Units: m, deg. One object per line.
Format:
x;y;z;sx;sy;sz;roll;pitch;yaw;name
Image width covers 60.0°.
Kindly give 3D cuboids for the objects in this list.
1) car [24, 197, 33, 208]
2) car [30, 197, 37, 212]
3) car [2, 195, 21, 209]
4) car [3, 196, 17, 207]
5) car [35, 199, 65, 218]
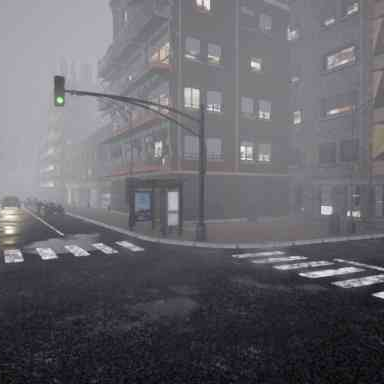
-23.758;1.435;49.188;1.967;1.590;4.097;0;0;-30;car
-15.295;1.541;34.540;1.887;1.381;4.507;0;0;-30;car
-24.432;1.347;45.018;2.097;1.767;4.553;0;0;-30;car
-29.336;1.472;53.477;1.882;1.535;5.008;0;0;-30;car
-12.475;1.547;29.658;2.008;1.369;4.403;0;0;-30;car
